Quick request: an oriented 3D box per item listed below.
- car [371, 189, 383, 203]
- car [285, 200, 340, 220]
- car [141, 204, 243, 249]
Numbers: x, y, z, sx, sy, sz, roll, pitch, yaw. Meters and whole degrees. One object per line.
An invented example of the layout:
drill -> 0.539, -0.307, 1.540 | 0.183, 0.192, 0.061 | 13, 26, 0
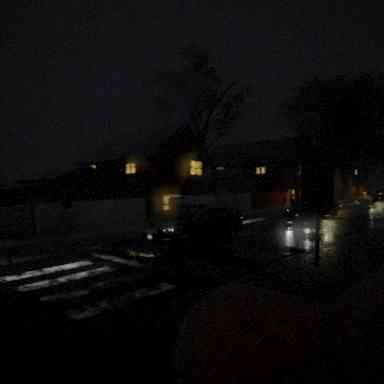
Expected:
car -> 21.058, 0.427, 36.199 | 1.837, 1.490, 4.892 | 1, 1, 43
car -> 8.266, 0.986, 22.408 | 2.033, 1.411, 5.357 | 1, 2, 43
car -> 0.151, 1.264, 13.624 | 2.128, 1.511, 4.902 | 1, 2, 43
